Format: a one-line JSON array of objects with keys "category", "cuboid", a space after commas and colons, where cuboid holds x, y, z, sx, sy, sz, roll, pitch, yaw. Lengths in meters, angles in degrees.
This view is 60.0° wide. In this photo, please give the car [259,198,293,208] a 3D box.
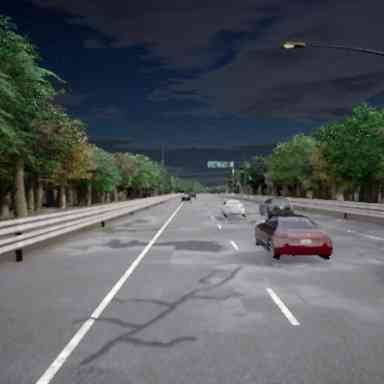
[{"category": "car", "cuboid": [7.103, 1.258, 28.462, 2.097, 1.767, 4.553, 0, 0, 0]}]

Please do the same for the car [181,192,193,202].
[{"category": "car", "cuboid": [-1.218, 1.280, 68.932, 1.882, 1.535, 5.008, 0, 0, 0]}]

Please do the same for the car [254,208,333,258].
[{"category": "car", "cuboid": [3.601, 1.522, 12.495, 1.994, 1.385, 4.181, 0, 0, 0]}]

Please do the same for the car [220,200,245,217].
[{"category": "car", "cuboid": [3.603, 1.427, 29.785, 1.812, 1.442, 4.674, 0, 0, 0]}]

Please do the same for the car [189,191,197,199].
[{"category": "car", "cuboid": [0.009, 0.815, 87.984, 2.150, 2.045, 5.566, 0, 0, 0]}]
